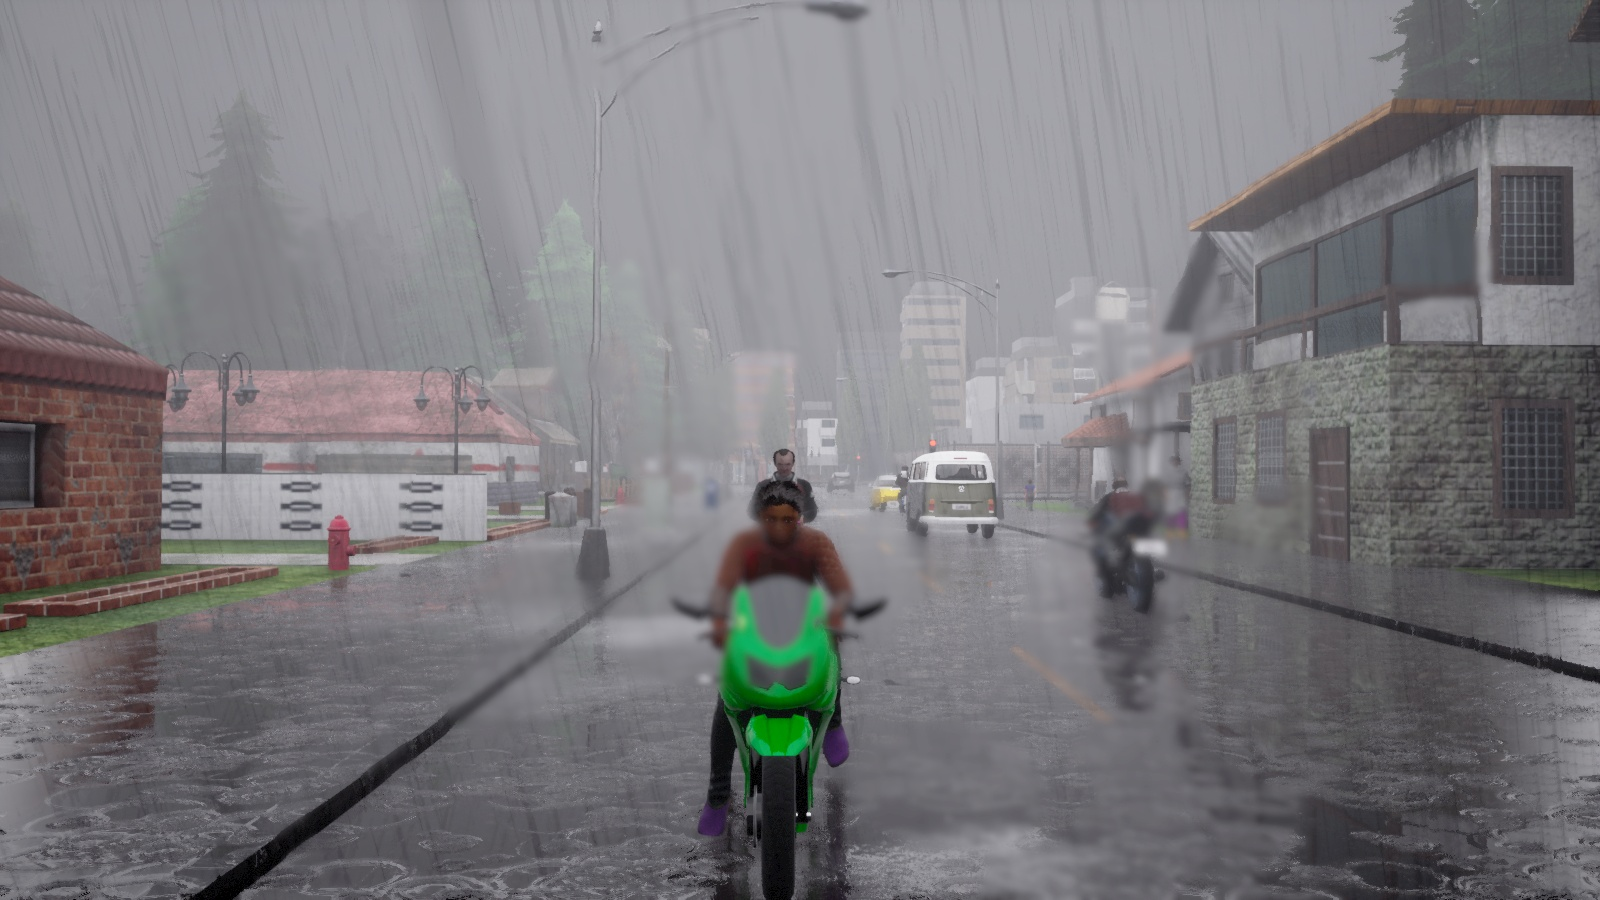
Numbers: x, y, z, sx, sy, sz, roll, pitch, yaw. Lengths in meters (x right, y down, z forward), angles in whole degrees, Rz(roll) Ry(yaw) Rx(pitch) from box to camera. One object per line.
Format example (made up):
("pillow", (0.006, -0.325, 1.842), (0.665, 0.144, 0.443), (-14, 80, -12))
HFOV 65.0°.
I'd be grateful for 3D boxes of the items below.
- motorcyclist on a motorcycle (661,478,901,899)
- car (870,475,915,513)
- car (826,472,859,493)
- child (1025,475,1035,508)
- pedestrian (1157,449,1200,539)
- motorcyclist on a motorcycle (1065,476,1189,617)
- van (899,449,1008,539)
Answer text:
("motorcyclist on a motorcycle", (-0.075, 0.884, 5.210), (0.797, 1.523, 2.044), (0, -1, -1))
("car", (3.493, 1.654, 47.662), (1.481, 1.376, 2.207), (0, -1, -1))
("car", (3.036, 2.328, 91.084), (2.163, 1.488, 4.792), (0, -1, -1))
("child", (8.696, 1.565, 47.492), (0.270, 1.263, 0.437), (0, -1, -1))
("pedestrian", (8.325, 0.954, 27.627), (0.659, 1.952, 0.873), (0, -1, -1))
("motorcyclist on a motorcycle", (3.826, 1.084, 14.882), (0.866, 1.530, 2.191), (0, -1, -1))
("van", (3.661, 1.038, 30.706), (2.069, 2.038, 4.480), (0, -1, -1))
